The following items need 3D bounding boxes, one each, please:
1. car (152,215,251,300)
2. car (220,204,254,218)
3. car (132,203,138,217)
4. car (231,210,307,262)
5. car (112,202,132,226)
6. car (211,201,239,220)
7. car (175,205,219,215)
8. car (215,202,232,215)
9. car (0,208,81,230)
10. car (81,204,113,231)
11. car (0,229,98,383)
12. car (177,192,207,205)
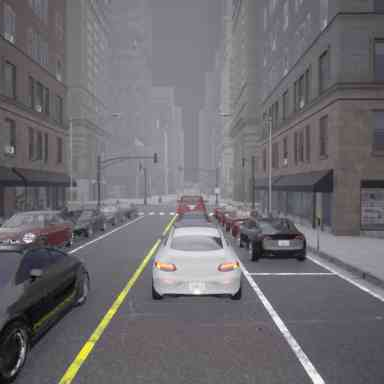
[{"bbox_3d":[0.098,1.524,8.256,1.812,1.442,4.674,0,0,0],"label":"car"},{"bbox_3d":[2.747,1.542,17.517,1.887,1.381,4.507,-1,0,0],"label":"car"},{"bbox_3d":[-5.782,1.542,28.526,1.887,1.381,4.507,-1,0,0],"label":"car"},{"bbox_3d":[2.748,1.564,12.012,1.947,1.339,4.313,-1,0,0],"label":"car"},{"bbox_3d":[-5.780,1.548,23.020,2.008,1.369,4.403,-1,0,0],"label":"car"},{"bbox_3d":[2.743,1.542,28.528,1.887,1.381,4.507,-1,0,0],"label":"car"},{"bbox_3d":[0.092,1.562,16.743,1.994,1.385,4.181,0,0,0],"label":"car"},{"bbox_3d":[2.745,1.542,23.023,1.887,1.381,4.507,-1,0,0],"label":"car"},{"bbox_3d":[-5.778,1.438,12.010,1.967,1.590,4.097,-1,0,0],"label":"car"},{"bbox_3d":[-5.778,1.563,17.515,1.947,1.339,4.313,-1,0,0],"label":"car"},{"bbox_3d":[-3.100,1.563,5.196,1.994,1.385,4.181,0,0,0],"label":"car"},{"bbox_3d":[-0.008,1.219,26.130,2.150,2.045,5.566,0,0,0],"label":"car"}]
